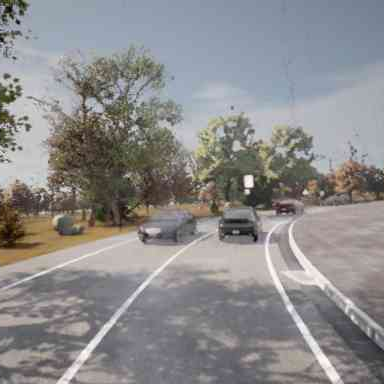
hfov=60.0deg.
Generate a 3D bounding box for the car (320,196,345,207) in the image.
[{"bbox_3d":[21.785,1.461,51.488,4.892,1.490,1.837,-2,-3,-38],"label":"car"}]

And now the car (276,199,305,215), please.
[{"bbox_3d":[10.022,1.484,33.718,1.882,1.535,5.008,-4,-2,32],"label":"car"}]

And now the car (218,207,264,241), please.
[{"bbox_3d":[2.574,1.540,17.129,1.837,1.490,4.892,-2,0,15],"label":"car"}]

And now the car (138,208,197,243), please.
[{"bbox_3d":[-1.069,1.597,16.704,2.128,1.511,4.902,-1,-1,15],"label":"car"}]
